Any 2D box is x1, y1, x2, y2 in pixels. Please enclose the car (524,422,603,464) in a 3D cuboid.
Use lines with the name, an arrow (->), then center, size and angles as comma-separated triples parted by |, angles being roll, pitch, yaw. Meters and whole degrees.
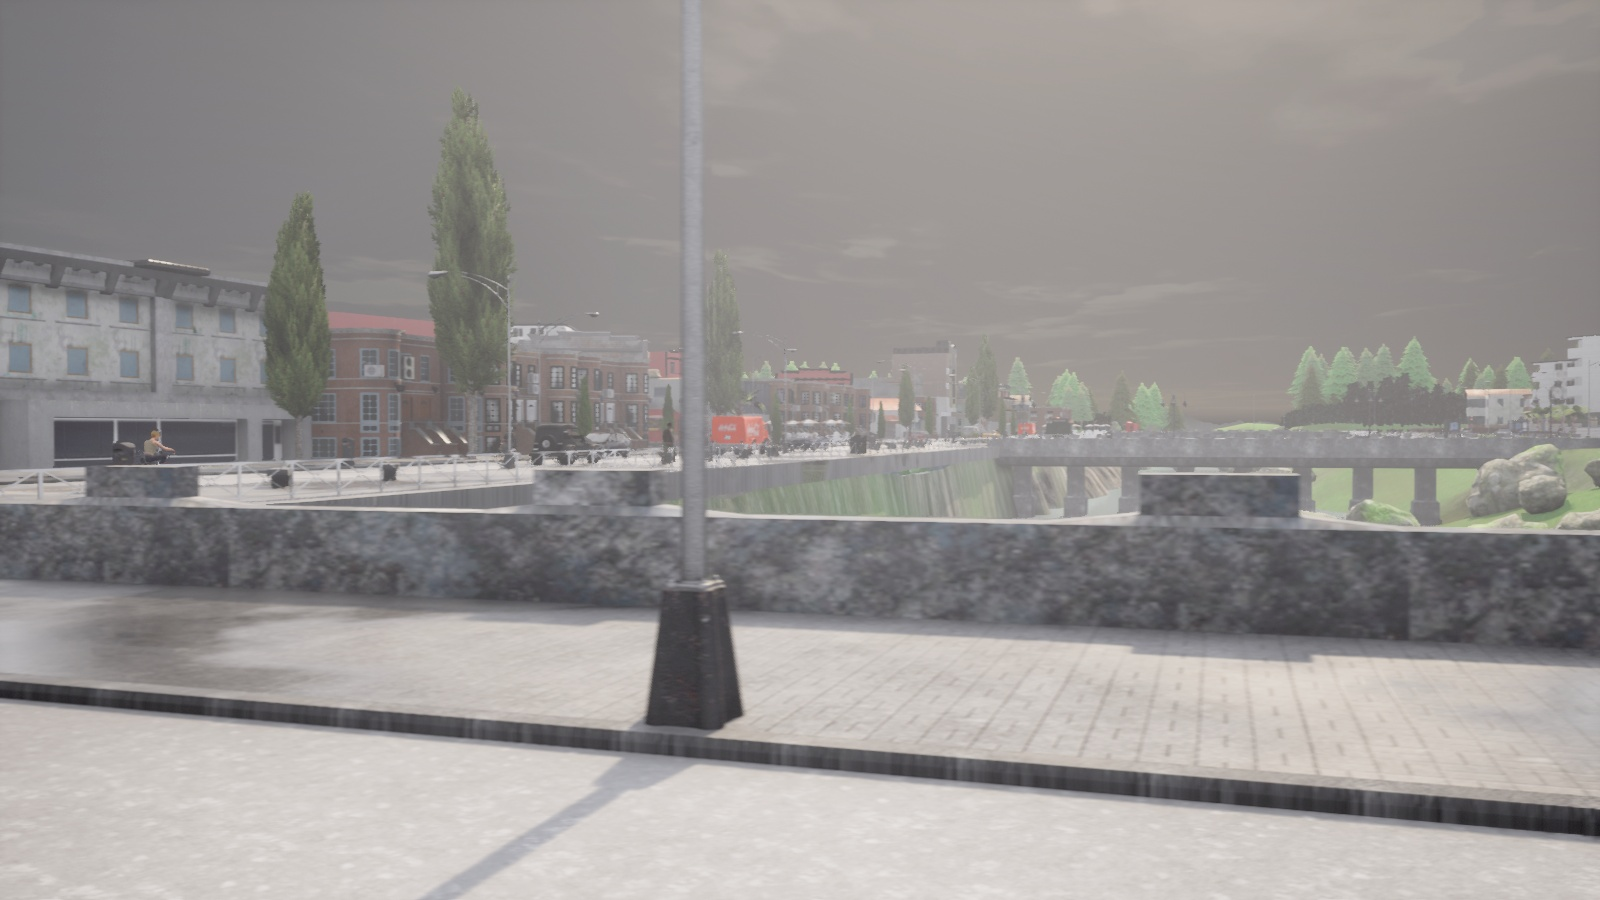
car -> -10.800, -0.341, 57.615 | 1.905, 1.878, 3.866 | 1, 1, 19

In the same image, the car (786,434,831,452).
car -> 0.654, -0.539, 91.678 | 1.895, 1.301, 4.718 | 1, 1, 19

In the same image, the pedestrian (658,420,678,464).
pedestrian -> -5.625, -0.342, 53.506 | 0.431, 1.840, 0.703 | 1, 1, 40

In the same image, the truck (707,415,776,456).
truck -> -3.629, -0.938, 78.926 | 2.627, 2.467, 5.204 | 1, 1, 19

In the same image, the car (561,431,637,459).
car -> -11.055, -0.327, 69.410 | 2.163, 1.488, 4.792 | 1, 1, 19
